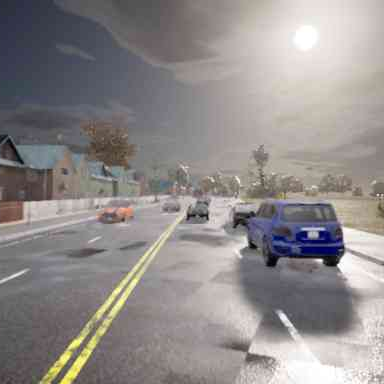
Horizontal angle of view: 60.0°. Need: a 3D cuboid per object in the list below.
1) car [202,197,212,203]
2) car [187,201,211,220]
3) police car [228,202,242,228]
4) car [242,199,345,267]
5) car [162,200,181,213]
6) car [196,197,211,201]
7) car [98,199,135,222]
[{"bbox_3d":[3.617,1.877,80.074,2.033,1.411,5.357,0,0,5],"label":"car"},{"bbox_3d":[0.549,1.711,29.603,1.895,1.301,4.718,0,0,2],"label":"car"},{"bbox_3d":[3.558,1.510,22.760,1.930,1.638,5.238,0,0,2],"label":"police car"},{"bbox_3d":[3.335,1.265,11.738,2.150,2.045,5.566,0,0,1],"label":"car"},{"bbox_3d":[-2.383,1.677,40.033,1.812,1.442,4.674,0,0,3],"label":"car"},{"bbox_3d":[1.716,1.559,53.543,2.097,1.767,4.553,0,0,4],"label":"car"},{"bbox_3d":[-6.140,1.452,27.335,2.097,1.767,4.553,0,0,2],"label":"car"}]
